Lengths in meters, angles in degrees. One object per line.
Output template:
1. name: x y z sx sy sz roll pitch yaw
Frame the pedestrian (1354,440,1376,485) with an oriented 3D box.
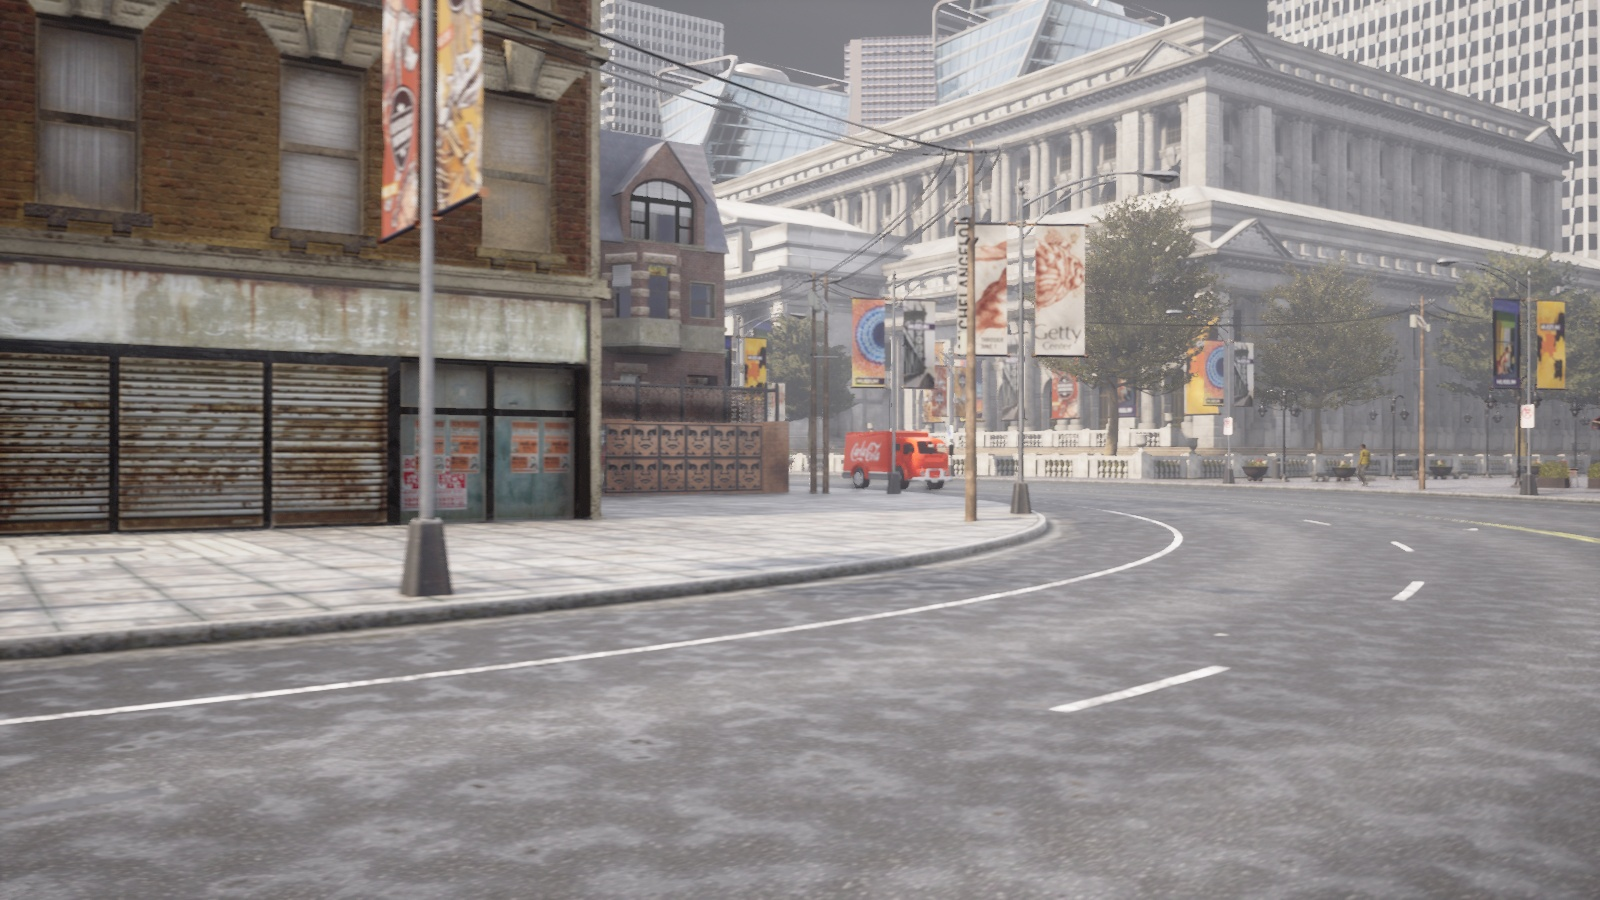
1. pedestrian: 23.222 0.500 51.640 0.431 1.840 0.709 0 0 -27

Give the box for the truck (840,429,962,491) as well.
1. truck: 4.198 0.410 53.215 2.627 2.467 5.204 0 0 -30
